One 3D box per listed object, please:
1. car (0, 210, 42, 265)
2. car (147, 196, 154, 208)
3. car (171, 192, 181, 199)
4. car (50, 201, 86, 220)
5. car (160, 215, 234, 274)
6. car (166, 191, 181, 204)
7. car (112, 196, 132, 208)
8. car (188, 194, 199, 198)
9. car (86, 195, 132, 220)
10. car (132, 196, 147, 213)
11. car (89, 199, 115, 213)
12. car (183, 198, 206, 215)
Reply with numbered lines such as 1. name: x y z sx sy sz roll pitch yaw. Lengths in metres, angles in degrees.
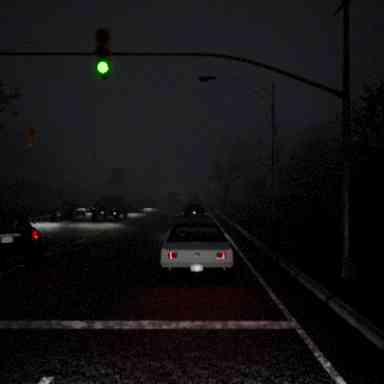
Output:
1. car: -6.710 1.371 10.836 4.553 1.767 2.097 0 0 44
2. car: -6.828 1.344 49.015 2.097 1.767 4.553 0 1 1
3. car: -3.226 0.719 68.273 1.895 1.301 4.718 0 3 0
4. car: -10.486 1.545 28.687 2.128 1.511 4.902 0 0 1
5. car: 0.135 1.621 10.566 1.895 1.301 4.718 0 0 0
6. car: -3.270 0.853 57.831 2.150 2.045 5.566 0 3 0
7. car: -10.317 1.462 49.286 1.882 1.535 5.008 0 2 0
8. car: 0.239 1.088 58.539 2.128 1.511 4.902 0 3 0
9. car: -6.995 1.276 28.830 2.150 2.045 5.566 0 0 0
10. car: -6.937 1.551 38.907 1.882 1.535 5.008 0 0 1
11. car: -10.431 1.599 38.912 1.812 1.442 4.674 0 0 0
12. car: 0.219 1.565 31.749 1.837 1.490 4.892 0 0 0
